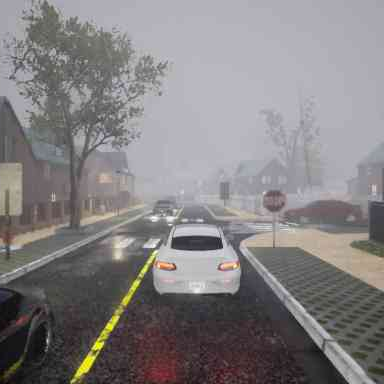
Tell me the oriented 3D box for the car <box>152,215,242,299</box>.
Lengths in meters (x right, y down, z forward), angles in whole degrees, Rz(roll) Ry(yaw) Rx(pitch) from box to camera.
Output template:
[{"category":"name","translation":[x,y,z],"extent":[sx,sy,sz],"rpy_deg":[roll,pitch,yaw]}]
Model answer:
[{"category":"car","translation":[0.107,1.523,8.300],"extent":[1.812,1.442,4.674],"rpy_deg":[0,0,0]}]

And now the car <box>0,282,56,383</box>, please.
[{"category":"car","translation":[-2.846,1.563,2.836],"extent":[1.994,1.385,4.181],"rpy_deg":[0,0,0]}]

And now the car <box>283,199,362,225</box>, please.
[{"category":"car","translation":[8.476,1.232,21.778],"extent":[5.008,1.535,1.882],"rpy_deg":[-1,0,-5]}]

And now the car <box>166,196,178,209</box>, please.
[{"category":"car","translation":[-2.869,1.532,43.273],"extent":[1.994,1.385,4.181],"rpy_deg":[0,0,-1]}]

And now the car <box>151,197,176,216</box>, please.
[{"category":"car","translation":[-2.799,1.503,32.877],"extent":[1.812,1.442,4.674],"rpy_deg":[0,0,-1]}]
